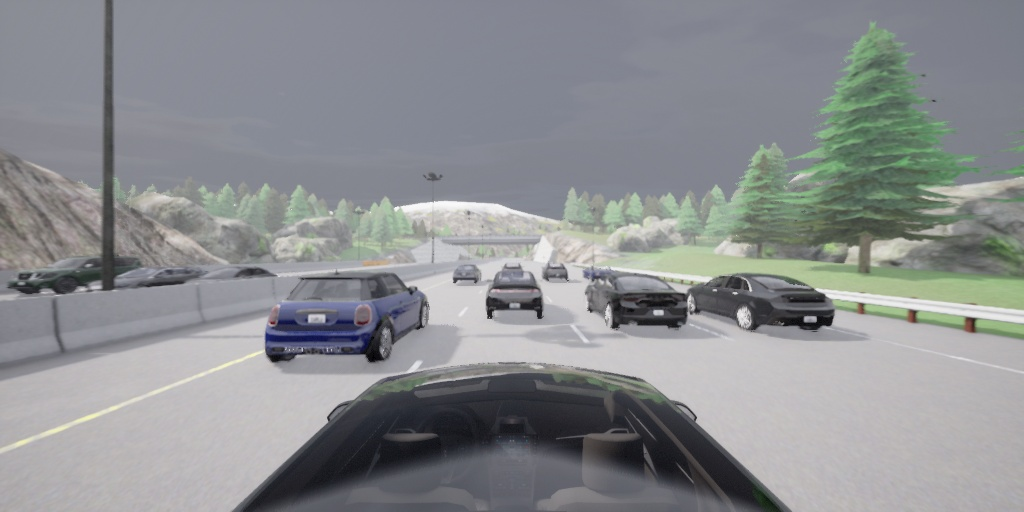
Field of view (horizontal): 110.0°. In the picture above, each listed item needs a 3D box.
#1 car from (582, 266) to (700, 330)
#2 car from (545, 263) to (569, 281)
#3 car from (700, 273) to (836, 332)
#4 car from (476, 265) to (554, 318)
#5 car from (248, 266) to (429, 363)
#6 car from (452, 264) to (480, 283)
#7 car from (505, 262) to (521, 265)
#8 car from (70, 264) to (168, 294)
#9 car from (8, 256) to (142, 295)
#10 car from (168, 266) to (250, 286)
[{"bbox_3d":[3.590,1.241,11.257,1.882,1.535,5.008,0,0,0],"label":"car"},{"bbox_3d":[3.566,1.287,30.243,2.128,1.511,4.902,0,0,0],"label":"car"},{"bbox_3d":[7.089,1.265,10.941,1.837,1.490,4.892,0,0,0],"label":"car"},{"bbox_3d":[0.088,1.261,13.025,2.128,1.511,4.902,0,0,0],"label":"car"},{"bbox_3d":[-3.409,1.116,8.386,2.097,1.767,4.553,0,0,0],"label":"car"},{"bbox_3d":[-3.431,1.345,28.080,2.033,1.411,5.357,0,0,0],"label":"car"},{"bbox_3d":[0.066,1.292,31.202,2.128,1.511,4.902,0,0,0],"label":"car"},{"bbox_3d":[-17.603,1.284,17.669,2.128,1.511,4.902,0,0,0],"label":"car"},{"bbox_3d":[-24.599,1.025,20.754,2.150,2.045,5.566,0,0,0],"label":"car"},{"bbox_3d":[-14.103,1.295,18.210,1.837,1.490,4.892,0,0,0],"label":"car"}]
